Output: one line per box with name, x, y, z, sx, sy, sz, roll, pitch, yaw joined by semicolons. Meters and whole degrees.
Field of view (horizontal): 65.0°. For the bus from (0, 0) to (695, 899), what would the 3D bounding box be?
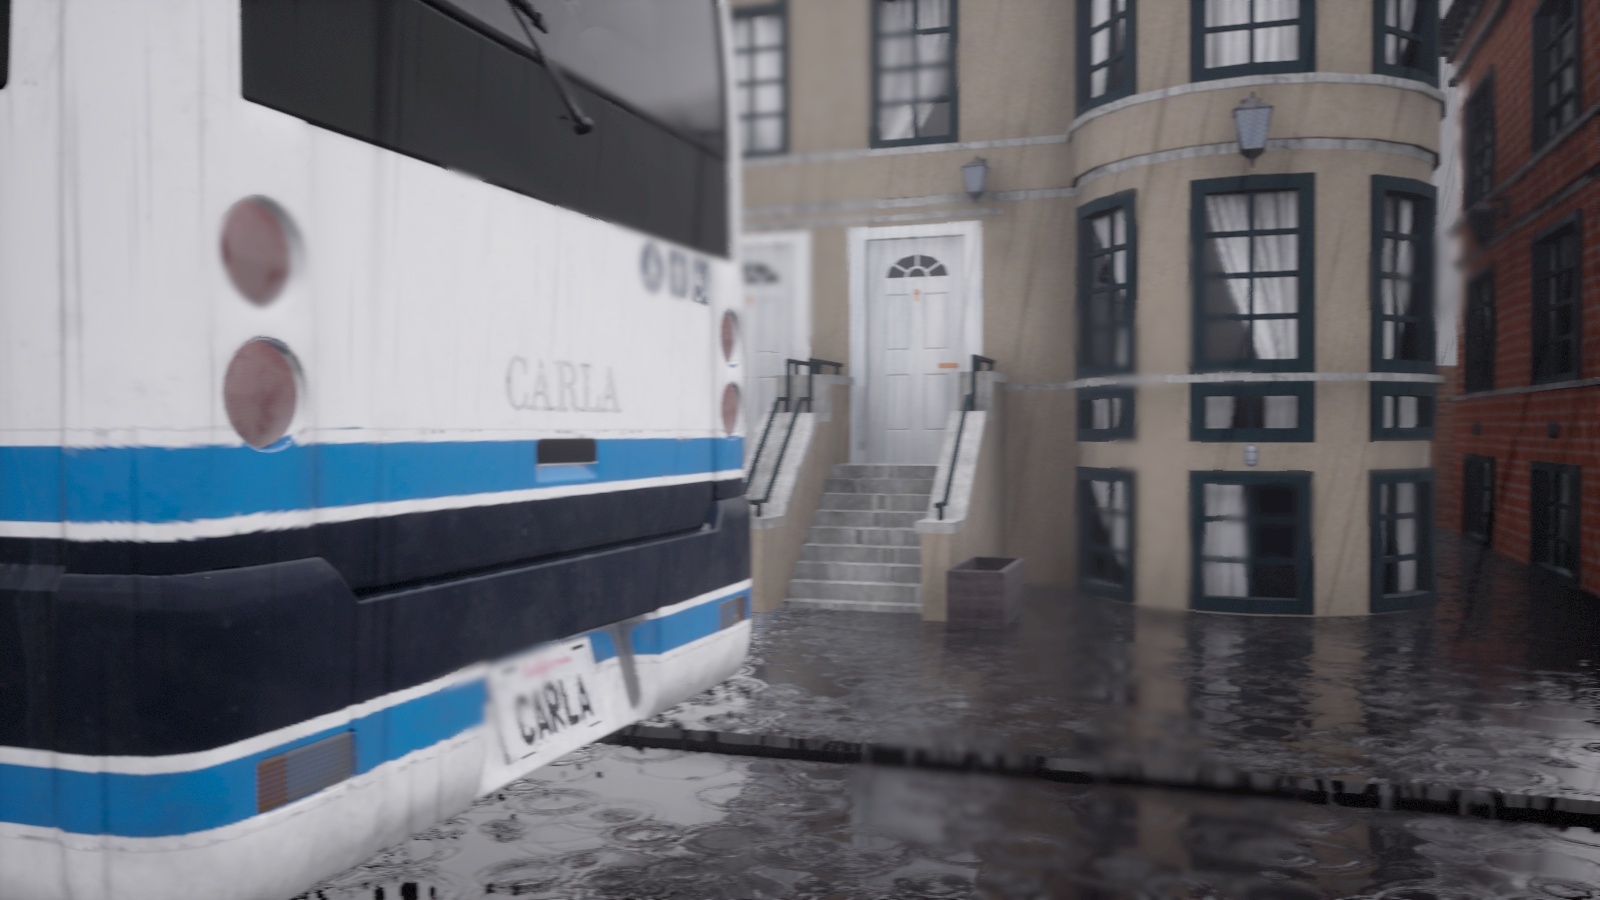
bus;-5.997;-0.664;5.722;10.273;4.253;3.944;1;1;19
